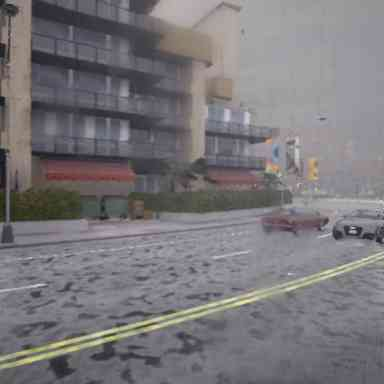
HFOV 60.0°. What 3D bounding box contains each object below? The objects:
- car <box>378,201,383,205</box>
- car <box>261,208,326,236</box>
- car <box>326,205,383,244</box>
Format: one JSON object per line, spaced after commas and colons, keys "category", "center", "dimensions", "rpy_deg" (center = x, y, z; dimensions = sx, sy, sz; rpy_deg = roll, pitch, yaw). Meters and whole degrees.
{"category": "car", "center": [27.145, 1.503, 45.121], "dimensions": [1.895, 1.301, 4.718], "rpy_deg": [0, 0, 8]}
{"category": "car", "center": [5.710, 1.535, 18.163], "dimensions": [1.895, 1.301, 4.718], "rpy_deg": [1, 0, 43]}
{"category": "car", "center": [8.297, 1.534, 15.804], "dimensions": [1.994, 1.385, 4.181], "rpy_deg": [1, 0, 43]}
